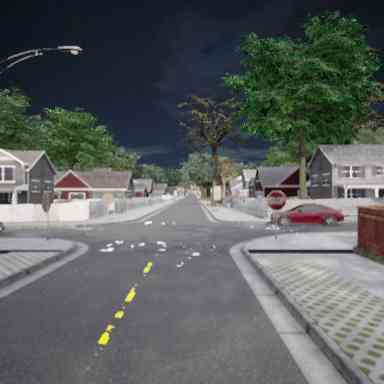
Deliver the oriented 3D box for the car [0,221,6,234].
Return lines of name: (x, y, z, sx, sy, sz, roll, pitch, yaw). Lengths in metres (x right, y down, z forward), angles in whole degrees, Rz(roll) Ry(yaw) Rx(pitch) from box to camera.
car: (-13.016, 1.832, 18.647, 4.674, 1.442, 1.812, -1, 0, 0)

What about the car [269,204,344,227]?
car: (7.475, 1.496, 21.854, 4.674, 1.442, 1.812, -1, 0, 4)
